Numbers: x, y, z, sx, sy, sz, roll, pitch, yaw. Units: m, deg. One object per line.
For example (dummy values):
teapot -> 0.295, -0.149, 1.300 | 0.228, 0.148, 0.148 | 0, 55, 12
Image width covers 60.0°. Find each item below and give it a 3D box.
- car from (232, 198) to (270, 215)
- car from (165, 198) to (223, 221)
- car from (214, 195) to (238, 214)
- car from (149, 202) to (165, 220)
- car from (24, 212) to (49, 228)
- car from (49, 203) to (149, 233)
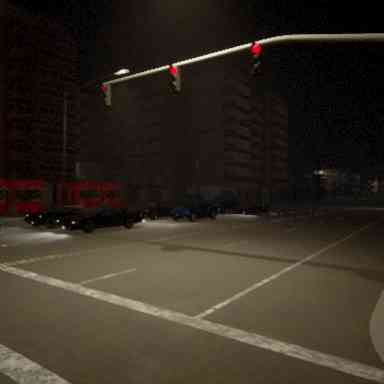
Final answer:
car -> 6.988, 1.758, 37.215 | 2.033, 1.411, 5.357 | 1, 0, 35
car -> 0.277, 1.537, 27.655 | 1.882, 1.535, 5.008 | 1, 0, 35
car -> 3.574, 1.394, 38.438 | 2.150, 2.045, 5.566 | 1, -1, 35
car -> -3.172, 1.584, 28.838 | 1.994, 1.385, 4.181 | 1, 0, 35
car -> -8.234, 1.530, 21.621 | 1.895, 1.301, 4.718 | 1, 0, 35
car -> -5.278, 1.507, 19.745 | 2.033, 1.411, 5.357 | 1, 0, 35
